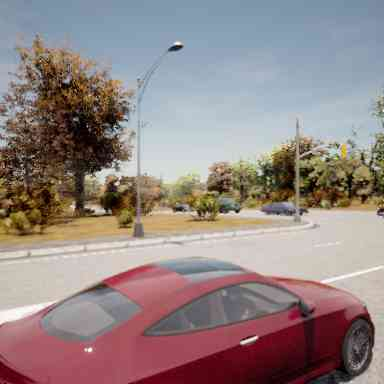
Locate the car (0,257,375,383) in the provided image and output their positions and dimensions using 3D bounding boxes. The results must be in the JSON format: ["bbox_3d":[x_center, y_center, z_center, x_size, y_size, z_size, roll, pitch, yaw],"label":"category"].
[{"bbox_3d":[0.244,1.524,3.886,4.674,1.442,1.812,0,0,-35],"label":"car"}]

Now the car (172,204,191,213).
[{"bbox_3d":[-1.342,2.551,51.990,2.128,1.511,4.902,0,-3,-32],"label":"car"}]

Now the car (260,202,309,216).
[{"bbox_3d":[9.519,1.718,34.755,2.033,1.411,5.357,0,-2,-32],"label":"car"}]

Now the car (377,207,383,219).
[{"bbox_3d":[17.474,1.501,27.126,2.128,1.511,4.902,0,0,-16],"label":"car"}]

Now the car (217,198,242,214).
[{"bbox_3d":[4.074,1.766,43.385,2.150,2.045,5.566,0,-3,-32],"label":"car"}]
